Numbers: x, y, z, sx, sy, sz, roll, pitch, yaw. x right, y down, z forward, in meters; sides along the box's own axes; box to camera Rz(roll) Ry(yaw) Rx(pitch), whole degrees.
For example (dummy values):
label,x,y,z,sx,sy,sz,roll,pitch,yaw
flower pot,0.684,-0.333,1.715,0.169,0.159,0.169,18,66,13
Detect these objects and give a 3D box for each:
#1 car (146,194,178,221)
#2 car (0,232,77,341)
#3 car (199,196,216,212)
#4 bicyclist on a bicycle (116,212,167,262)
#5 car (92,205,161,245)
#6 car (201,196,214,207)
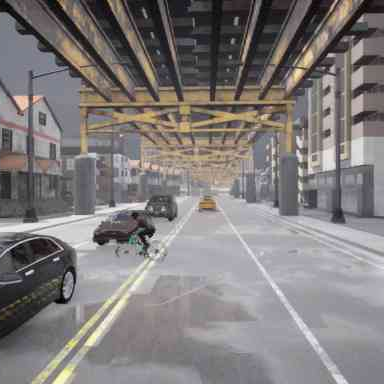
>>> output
label,x,y,z,sx,sy,sz,roll,pitch,yaw
car,-2.424,1.199,27.033,2.150,2.045,5.566,0,1,3
car,-3.473,1.505,5.412,1.837,1.490,4.892,0,0,2
car,1.772,1.391,38.194,1.882,1.535,5.008,0,0,3
bicyclist on a bicycle,-1.637,1.455,10.665,1.656,1.620,0.582,-2,0,3
car,-2.976,1.547,15.713,2.033,1.411,5.357,0,0,3
car,2.237,1.316,48.590,1.837,1.490,4.892,0,1,3
